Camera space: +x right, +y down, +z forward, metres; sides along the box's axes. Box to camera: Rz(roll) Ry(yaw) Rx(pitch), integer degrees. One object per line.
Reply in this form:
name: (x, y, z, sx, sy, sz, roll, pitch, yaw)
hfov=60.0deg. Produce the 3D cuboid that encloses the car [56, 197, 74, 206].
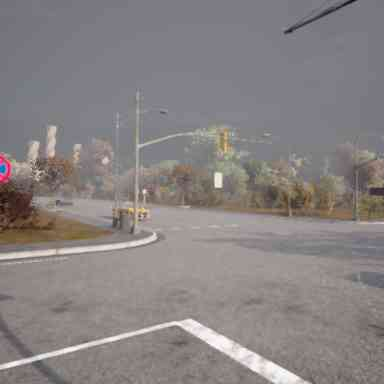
car: (-19.942, 1.538, 52.182, 1.994, 1.385, 4.181, 1, 1, -33)

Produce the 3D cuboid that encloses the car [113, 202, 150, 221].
car: (-5.343, 1.654, 28.984, 1.882, 1.535, 5.008, 1, 0, -32)
